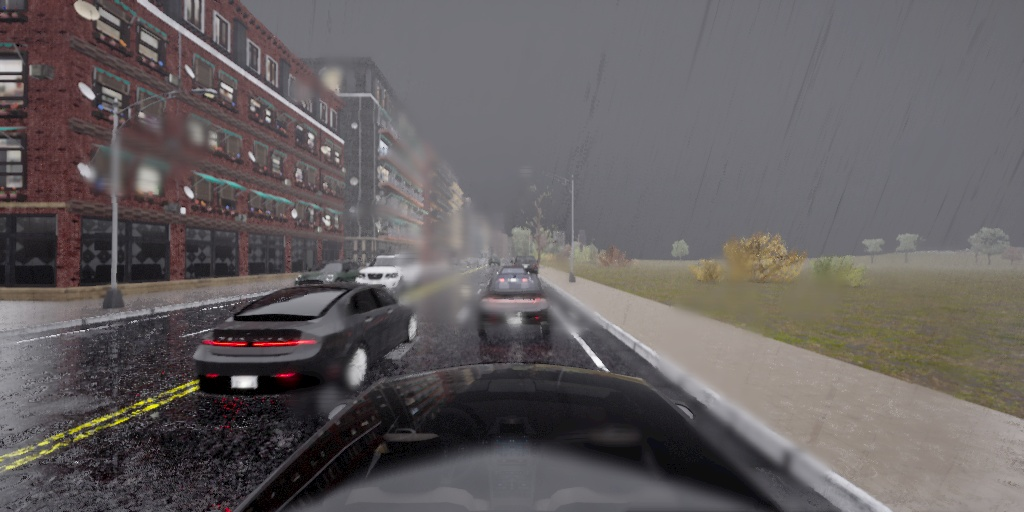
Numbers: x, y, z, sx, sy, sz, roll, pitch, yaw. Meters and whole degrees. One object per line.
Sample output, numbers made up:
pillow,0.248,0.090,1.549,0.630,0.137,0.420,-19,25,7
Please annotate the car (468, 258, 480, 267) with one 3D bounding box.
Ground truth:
car,-6.694,1.169,63.387,2.128,1.511,4.902,0,0,0

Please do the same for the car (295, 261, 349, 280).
car,-9.891,1.083,19.822,2.097,1.767,4.553,0,0,0

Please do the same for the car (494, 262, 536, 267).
car,0.062,1.278,20.794,2.033,1.411,5.357,0,0,0

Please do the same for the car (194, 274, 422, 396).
car,-3.161,1.248,6.650,1.837,1.490,4.892,0,0,0

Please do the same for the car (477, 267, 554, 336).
car,0.082,1.233,10.354,2.128,1.511,4.902,0,0,0

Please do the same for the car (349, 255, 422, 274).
car,-6.642,0.952,20.040,2.150,2.045,5.566,0,0,0

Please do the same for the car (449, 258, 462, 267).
car,-9.944,1.182,63.246,1.837,1.490,4.892,0,0,0

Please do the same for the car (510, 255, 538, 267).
car,1.073,0.944,31.006,2.150,2.045,5.566,0,0,0
